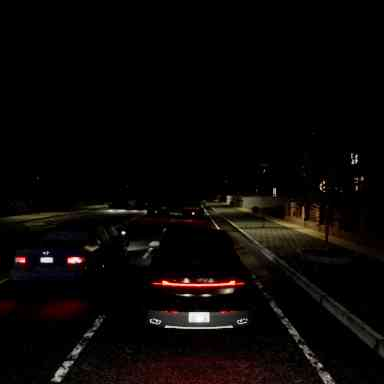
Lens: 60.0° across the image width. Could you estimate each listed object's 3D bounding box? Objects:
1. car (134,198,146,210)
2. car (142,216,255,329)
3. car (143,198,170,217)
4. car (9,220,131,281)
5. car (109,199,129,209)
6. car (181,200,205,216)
[{"bbox_3d":[-6.501,1.510,44.485,1.882,1.535,5.008,0,0,0],"label":"car"},{"bbox_3d":[0.099,1.507,7.076,1.837,1.490,4.892,0,0,0],"label":"car"},{"bbox_3d":[-3.160,1.540,31.494,1.812,1.442,4.674,0,0,0],"label":"car"},{"bbox_3d":[-3.191,1.550,9.852,2.033,1.411,5.357,0,0,0],"label":"car"},{"bbox_3d":[-9.749,1.608,44.666,1.994,1.385,4.181,0,0,0],"label":"car"},{"bbox_3d":[0.100,1.518,29.787,1.837,1.490,4.892,0,0,0],"label":"car"}]
